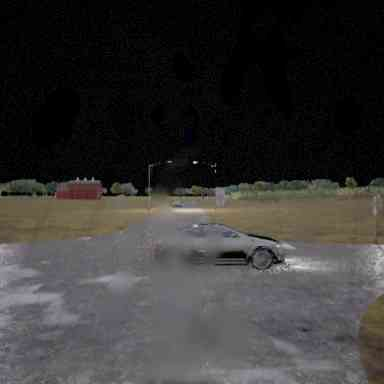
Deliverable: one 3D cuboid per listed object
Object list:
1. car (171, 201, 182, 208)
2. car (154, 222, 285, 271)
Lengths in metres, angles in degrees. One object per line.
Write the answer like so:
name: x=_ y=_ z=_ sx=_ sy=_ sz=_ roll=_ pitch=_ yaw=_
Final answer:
car: x=-2.843 y=2.326 z=62.812 sx=1.994 sy=1.385 sz=4.181 roll=0 pitch=-1 yaw=0
car: x=0.856 y=1.714 z=10.974 sx=4.181 sy=1.385 sz=1.994 roll=0 pitch=-1 yaw=0
